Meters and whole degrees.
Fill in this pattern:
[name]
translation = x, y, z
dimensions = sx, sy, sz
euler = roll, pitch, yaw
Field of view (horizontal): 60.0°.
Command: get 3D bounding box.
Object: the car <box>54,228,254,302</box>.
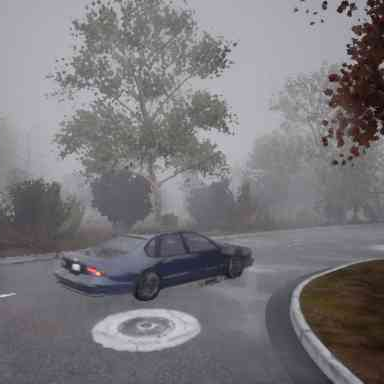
[car]
translation = -0.600, 1.645, 8.536
dimensions = 2.033, 1.411, 5.357
euler = -2, -3, 44
